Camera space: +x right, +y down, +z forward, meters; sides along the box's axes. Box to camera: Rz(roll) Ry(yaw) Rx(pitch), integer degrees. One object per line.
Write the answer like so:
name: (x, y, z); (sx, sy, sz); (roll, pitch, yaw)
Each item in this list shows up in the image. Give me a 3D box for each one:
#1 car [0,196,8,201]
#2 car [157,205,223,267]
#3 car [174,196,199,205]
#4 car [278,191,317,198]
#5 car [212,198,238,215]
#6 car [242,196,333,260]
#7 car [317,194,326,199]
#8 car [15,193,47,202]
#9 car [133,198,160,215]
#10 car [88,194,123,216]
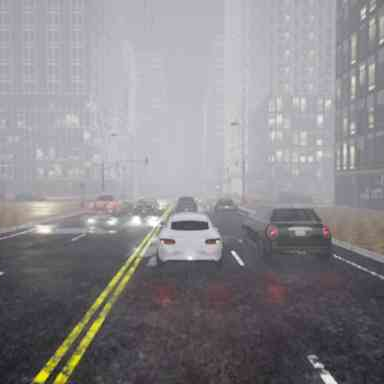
car: (-29.422, 0.782, 49.038); (4.206, 1.307, 1.802); (0, 1, 0)
car: (-0.084, 1.384, 10.751); (1.812, 1.442, 4.674); (0, 1, -1)
car: (-0.462, 1.125, 28.592); (1.837, 1.490, 4.892); (0, 1, -1)
car: (15.193, 0.853, 49.343); (5.009, 1.841, 2.192); (0, 1, 0)
car: (2.783, 1.176, 28.881); (1.994, 1.385, 4.181); (0, 1, -1)
car: (3.134, 1.193, 11.858); (2.097, 1.767, 4.553); (0, 1, -1)
car: (20.621, 0.859, 57.750); (4.829, 1.417, 1.752); (0, 1, 0)
car: (-23.736, 0.811, 49.029); (4.313, 1.339, 1.947); (0, 1, 0)
car: (-3.908, 1.219, 29.095); (1.895, 1.301, 4.718); (0, 1, -1)
car: (-7.133, 0.992, 27.751); (2.097, 1.767, 4.553); (0, 1, -1)
